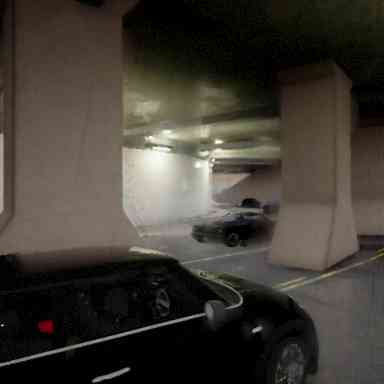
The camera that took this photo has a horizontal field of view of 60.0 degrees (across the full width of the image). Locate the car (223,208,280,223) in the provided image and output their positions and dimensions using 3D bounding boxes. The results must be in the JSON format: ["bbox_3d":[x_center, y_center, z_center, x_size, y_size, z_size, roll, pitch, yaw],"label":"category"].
[{"bbox_3d":[2.161,1.638,15.208,4.718,1.301,1.895,0,0,-45],"label":"car"}]

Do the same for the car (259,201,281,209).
[{"bbox_3d":[8.528,1.621,34.637,2.033,1.411,5.357,0,0,7],"label":"car"}]

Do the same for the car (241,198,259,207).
[{"bbox_3d":[9.602,1.650,54.354,1.812,1.442,4.674,0,0,-14],"label":"car"}]

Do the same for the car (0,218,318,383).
[{"bbox_3d":[-0.716,1.365,3.480,4.553,1.767,2.097,0,0,-36],"label":"car"}]
